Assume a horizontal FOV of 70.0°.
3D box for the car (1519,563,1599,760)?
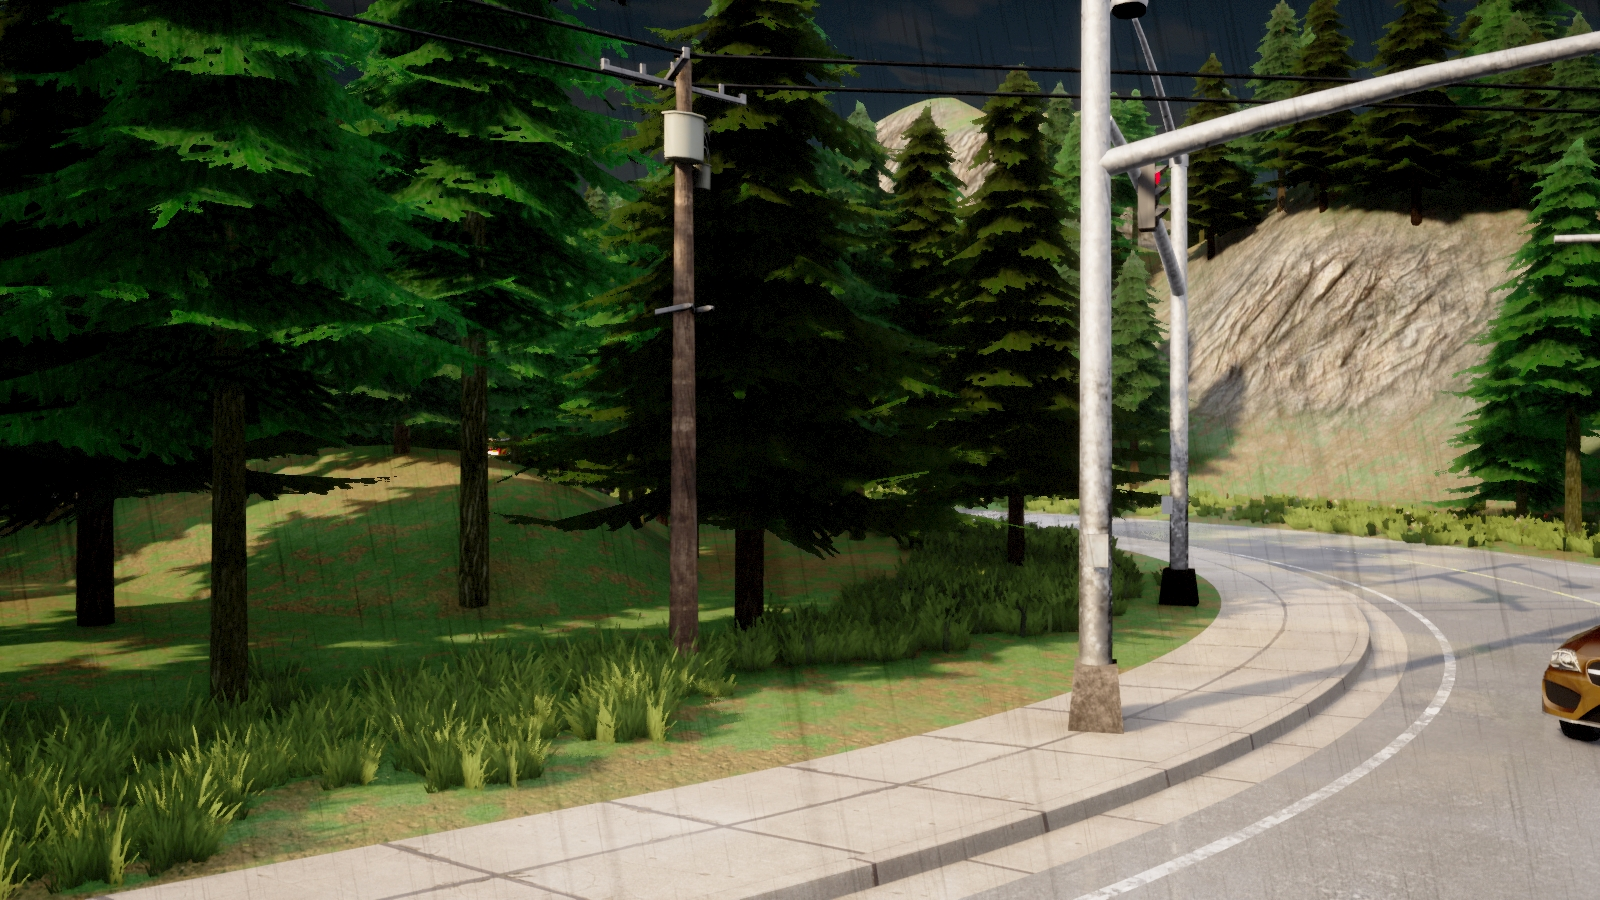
[{"bbox_3d":[9.577,1.970,11.147,5.027,1.651,2.152,0,0,-29],"label":"car"}]
